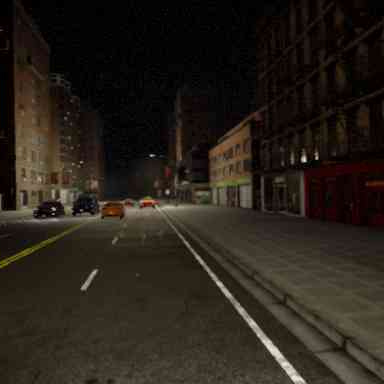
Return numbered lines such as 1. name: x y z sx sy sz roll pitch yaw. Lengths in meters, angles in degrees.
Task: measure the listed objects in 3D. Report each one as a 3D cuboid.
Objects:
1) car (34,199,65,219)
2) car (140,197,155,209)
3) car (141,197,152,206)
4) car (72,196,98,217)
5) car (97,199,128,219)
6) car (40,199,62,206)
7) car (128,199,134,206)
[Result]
1. car: -14.544 1.715 34.145 2.097 1.767 4.553 -1 0 -8
2. car: -6.574 1.543 49.045 2.097 1.767 4.553 -1 0 -8
3. car: -8.173 1.715 59.873 1.882 1.535 5.008 -1 0 -8
4. car: -11.593 1.521 36.506 2.150 2.045 5.566 -1 0 -8
5. car: -7.431 1.675 31.641 1.882 1.535 5.008 -1 0 -8
6. car: -33.010 2.414 77.752 4.313 1.339 1.947 -1 0 -8
7. car: -11.390 1.911 59.433 1.895 1.301 4.718 -1 0 -8
